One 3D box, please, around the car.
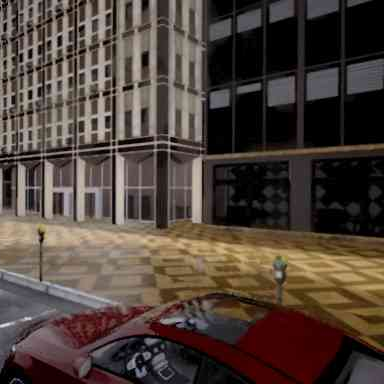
[{"bbox_3d":[0.059,1.577,2.832,4.206,1.307,1.802,0,0,36],"label":"car"}]
